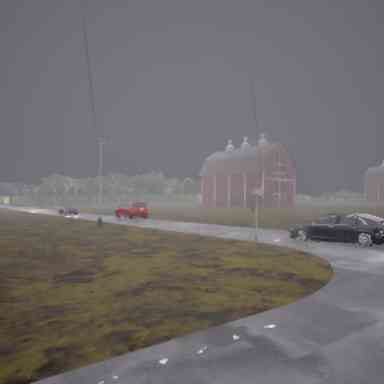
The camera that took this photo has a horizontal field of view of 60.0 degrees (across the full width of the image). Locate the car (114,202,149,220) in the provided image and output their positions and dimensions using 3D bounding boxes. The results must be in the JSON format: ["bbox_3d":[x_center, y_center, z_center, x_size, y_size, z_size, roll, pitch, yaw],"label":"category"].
[{"bbox_3d":[-7.009,2.122,38.346,2.150,2.045,5.566,1,-2,-35],"label":"car"}]

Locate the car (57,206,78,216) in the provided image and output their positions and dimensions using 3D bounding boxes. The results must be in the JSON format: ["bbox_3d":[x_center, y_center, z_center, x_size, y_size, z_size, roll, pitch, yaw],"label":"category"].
[{"bbox_3d":[-18.718,2.771,49.941,2.033,1.411,5.357,1,-2,-36],"label":"car"}]

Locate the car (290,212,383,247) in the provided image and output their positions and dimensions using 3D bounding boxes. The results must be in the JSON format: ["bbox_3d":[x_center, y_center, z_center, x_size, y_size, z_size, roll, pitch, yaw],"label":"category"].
[{"bbox_3d":[7.142,1.759,16.082,4.892,1.490,1.837,-2,2,44],"label":"car"}]
